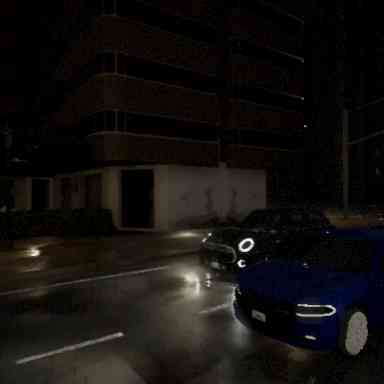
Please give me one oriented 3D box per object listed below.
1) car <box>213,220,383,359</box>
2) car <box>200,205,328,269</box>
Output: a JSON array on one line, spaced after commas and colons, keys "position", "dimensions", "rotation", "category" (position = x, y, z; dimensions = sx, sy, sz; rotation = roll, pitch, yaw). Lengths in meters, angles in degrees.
[{"position": [2.969, 1.438, 6.089], "dimensions": [5.008, 1.535, 1.882], "rotation": [0, 0, -35], "category": "car"}, {"position": [2.428, 1.301, 9.994], "dimensions": [4.553, 1.767, 2.097], "rotation": [0, 0, -35], "category": "car"}]
